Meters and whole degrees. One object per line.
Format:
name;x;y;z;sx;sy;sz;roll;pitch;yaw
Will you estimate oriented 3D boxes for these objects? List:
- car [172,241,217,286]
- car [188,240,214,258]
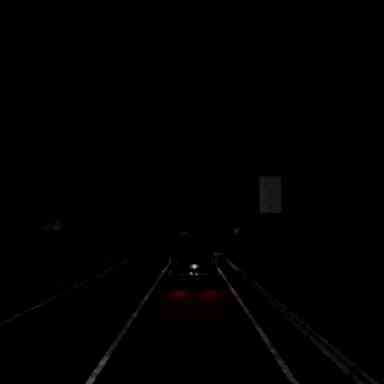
car;0.101;3.367;15.769;2.033;1.649;4.856;0;-7;0
car;0.874;5.169;30.667;1.994;1.385;4.181;-1;-7;7
